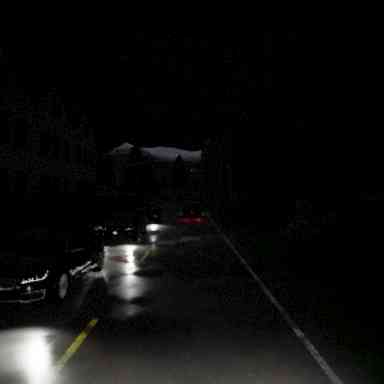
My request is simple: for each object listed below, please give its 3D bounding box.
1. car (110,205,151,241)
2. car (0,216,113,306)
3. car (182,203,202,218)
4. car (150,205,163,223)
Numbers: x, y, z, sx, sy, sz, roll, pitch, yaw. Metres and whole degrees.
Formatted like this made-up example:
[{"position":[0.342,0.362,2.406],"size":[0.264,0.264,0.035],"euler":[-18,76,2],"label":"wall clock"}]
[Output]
[{"position":[-3.585,1.694,17.958],"size":[1.837,1.490,4.892],"euler":[0,-1,0],"label":"car"},{"position":[-3.589,1.595,8.458],"size":[1.837,1.490,4.892],"euler":[0,-1,0],"label":"car"},{"position":[0.008,1.852,34.408],"size":[2.128,1.511,4.902],"euler":[0,-1,0],"label":"car"},{"position":[-3.547,1.847,28.617],"size":[2.033,1.411,5.357],"euler":[0,-1,1],"label":"car"}]
